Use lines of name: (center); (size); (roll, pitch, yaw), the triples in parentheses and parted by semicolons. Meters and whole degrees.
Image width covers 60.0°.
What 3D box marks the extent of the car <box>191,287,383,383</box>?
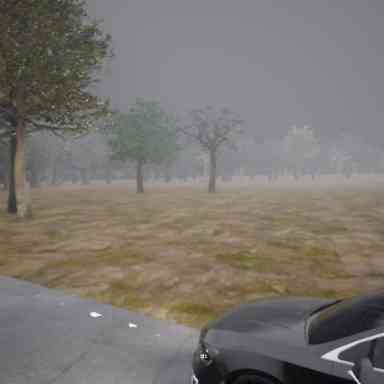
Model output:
car: (2.285, 1.531, 2.669); (4.892, 1.490, 1.837); (1, 0, 33)
